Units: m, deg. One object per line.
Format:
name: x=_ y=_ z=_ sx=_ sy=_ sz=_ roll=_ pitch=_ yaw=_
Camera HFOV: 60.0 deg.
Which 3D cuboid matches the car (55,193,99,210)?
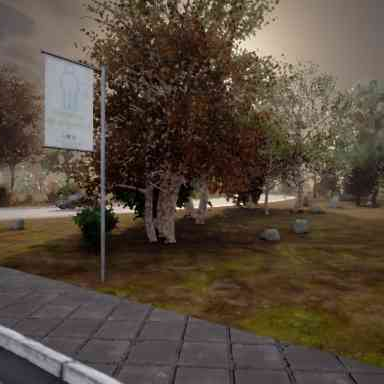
car: x=-14.519 y=1.206 z=42.567 sx=2.150 sy=2.045 sz=5.566 roll=0 pitch=0 yaw=38
